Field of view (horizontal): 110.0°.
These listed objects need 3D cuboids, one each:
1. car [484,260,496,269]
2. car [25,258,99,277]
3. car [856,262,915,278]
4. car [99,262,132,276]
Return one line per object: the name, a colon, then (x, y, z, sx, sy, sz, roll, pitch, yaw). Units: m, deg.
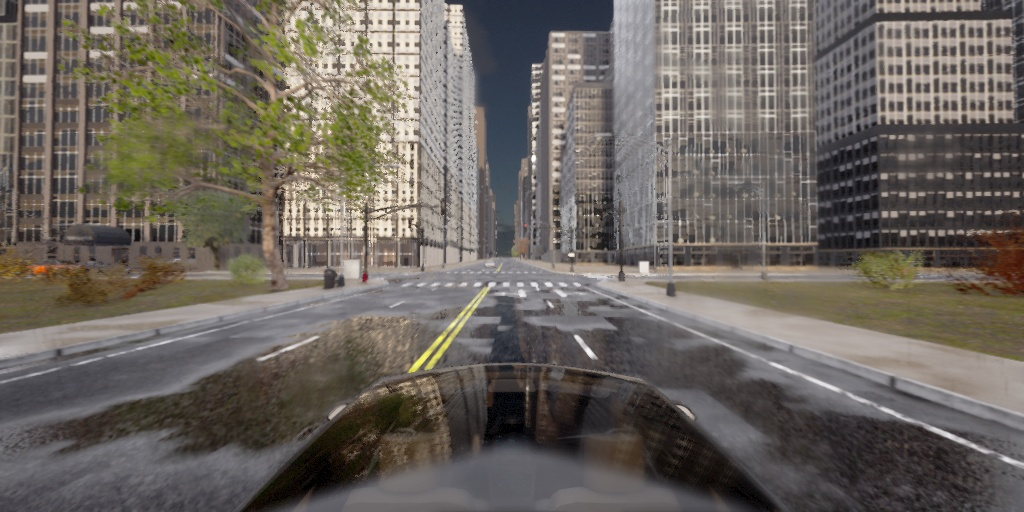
car: (-3.959, 1.508, 64.888, 1.812, 1.442, 4.674, 0, 0, -1)
car: (-42.409, 1.103, 33.619, 4.553, 1.767, 2.097, 0, -1, 2)
car: (38.897, 1.321, 37.412, 4.553, 1.767, 2.097, 0, -1, 2)
car: (-42.020, 1.302, 36.860, 4.902, 1.511, 2.128, 0, -1, 2)
